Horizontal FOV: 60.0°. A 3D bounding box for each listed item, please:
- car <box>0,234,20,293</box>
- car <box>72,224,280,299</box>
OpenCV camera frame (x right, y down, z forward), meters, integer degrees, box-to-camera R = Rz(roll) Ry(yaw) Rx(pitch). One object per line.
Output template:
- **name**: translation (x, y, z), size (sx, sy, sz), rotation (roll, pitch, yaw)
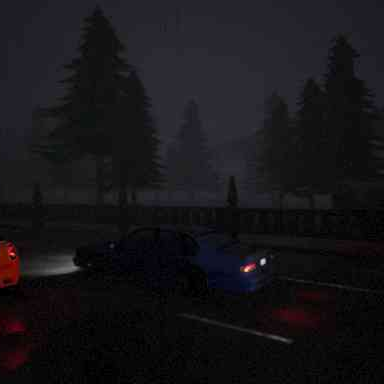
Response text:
- **car**: translation (-6.025, 1.364, 7.513), size (4.553, 1.767, 2.097), rotation (0, 0, 31)
- **car**: translation (-0.611, 1.538, 8.400), size (5.357, 1.411, 2.033), rotation (0, 0, 32)
